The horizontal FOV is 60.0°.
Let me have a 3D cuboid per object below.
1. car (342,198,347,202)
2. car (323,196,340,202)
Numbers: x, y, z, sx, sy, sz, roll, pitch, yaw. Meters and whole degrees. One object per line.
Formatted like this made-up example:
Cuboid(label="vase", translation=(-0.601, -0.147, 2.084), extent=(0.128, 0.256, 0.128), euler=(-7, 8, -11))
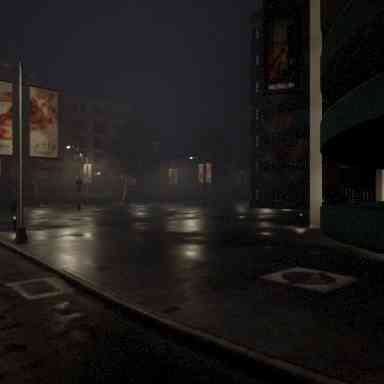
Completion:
Cuboid(label="car", translation=(22.171, 1.413, 51.038), extent=(4.786, 1.482, 2.161), euler=(0, 0, -41))
Cuboid(label="car", translation=(15.615, 1.320, 39.957), extent=(4.674, 1.452, 2.002), euler=(0, 0, -41))
